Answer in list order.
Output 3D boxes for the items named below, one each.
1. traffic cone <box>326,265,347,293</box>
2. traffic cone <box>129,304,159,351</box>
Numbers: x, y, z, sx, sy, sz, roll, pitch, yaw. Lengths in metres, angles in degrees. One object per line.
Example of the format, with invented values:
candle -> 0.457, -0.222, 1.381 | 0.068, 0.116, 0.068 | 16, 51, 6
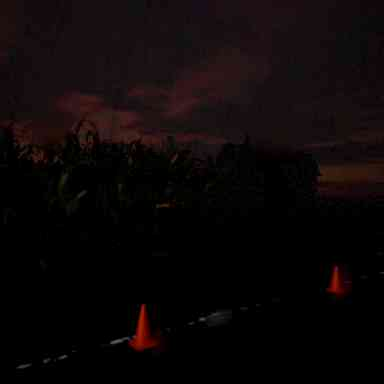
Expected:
traffic cone -> 3.403, 2.029, 7.848 | 0.340, 0.580, 0.340 | 1, 0, -35
traffic cone -> -0.722, 1.976, 4.977 | 0.340, 0.580, 0.340 | 1, 0, -35
